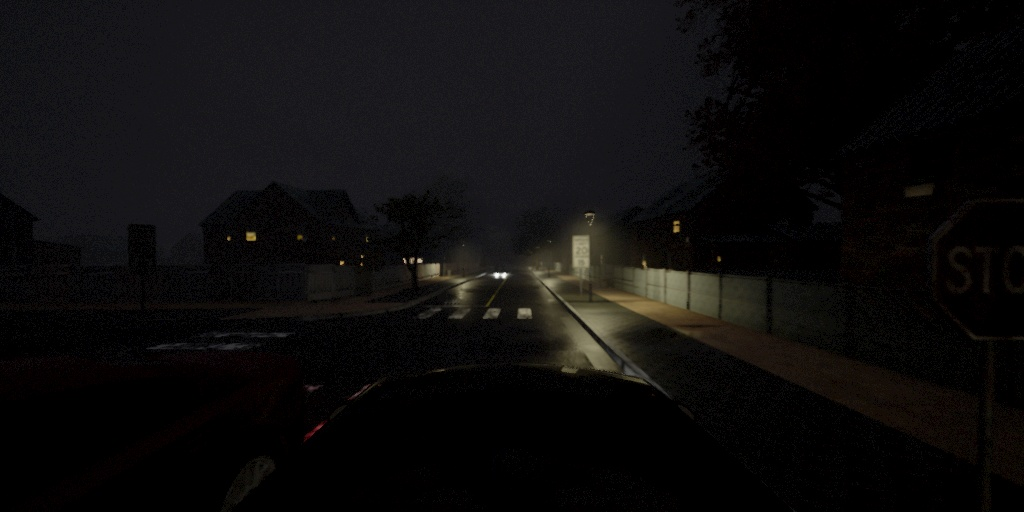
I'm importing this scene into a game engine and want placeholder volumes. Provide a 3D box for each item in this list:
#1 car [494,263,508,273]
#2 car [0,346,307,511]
[{"bbox_3d":[-1.651,1.750,54.398,2.128,1.511,4.902,0,-1,1],"label":"car"},{"bbox_3d":[-2.733,1.237,1.014,1.882,1.535,5.008,0,0,1],"label":"car"}]
